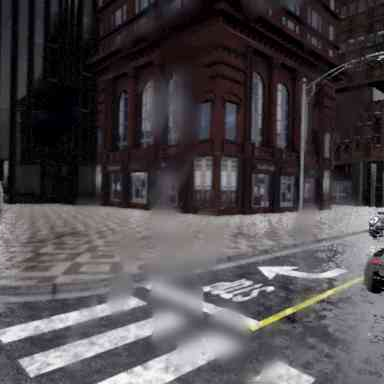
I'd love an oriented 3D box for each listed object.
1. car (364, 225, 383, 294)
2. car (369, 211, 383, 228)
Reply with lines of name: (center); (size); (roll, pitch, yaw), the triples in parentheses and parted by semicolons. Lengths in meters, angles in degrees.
car: (5.708, 1.611, 7.825); (4.181, 1.385, 1.994); (1, 1, -44)
car: (10.794, 1.418, 16.958); (4.553, 1.767, 2.097); (1, 1, -44)
